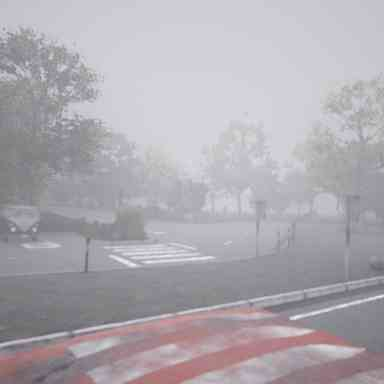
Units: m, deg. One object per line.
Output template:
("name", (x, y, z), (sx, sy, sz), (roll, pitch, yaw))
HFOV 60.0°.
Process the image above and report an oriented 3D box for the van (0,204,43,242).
("van", (-10.093, 1.758, 19.398), (1.878, 1.987, 4.442), (5, -3, -35))
